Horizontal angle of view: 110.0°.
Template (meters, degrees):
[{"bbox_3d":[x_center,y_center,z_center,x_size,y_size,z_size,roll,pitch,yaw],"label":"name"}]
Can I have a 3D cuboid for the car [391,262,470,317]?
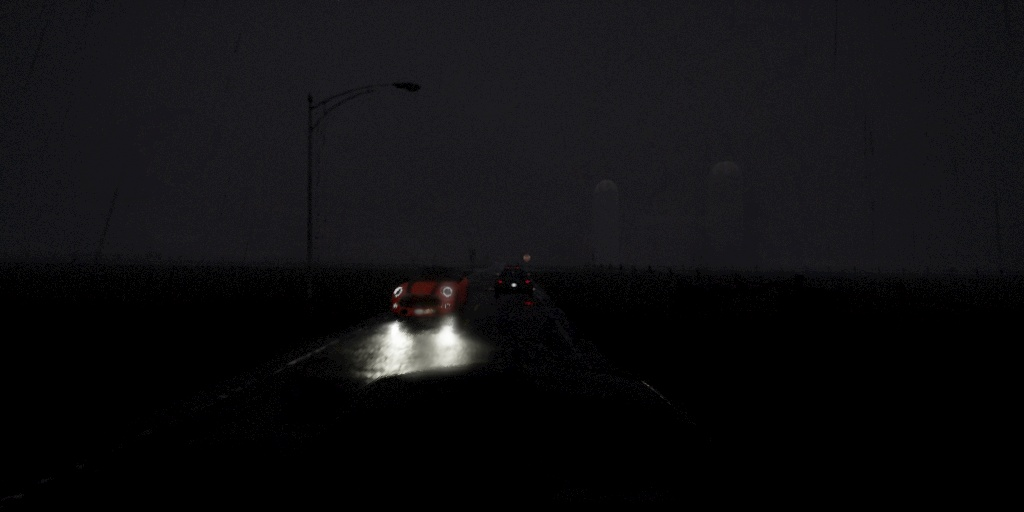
[{"bbox_3d":[-2.826,1.137,13.305,2.097,1.767,4.553,0,0,0],"label":"car"}]

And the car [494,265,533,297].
[{"bbox_3d":[0.086,1.369,19.217,1.994,1.385,4.181,0,0,0],"label":"car"}]

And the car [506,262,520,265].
[{"bbox_3d":[0.080,1.352,36.592,2.128,1.511,4.902,0,0,0],"label":"car"}]
